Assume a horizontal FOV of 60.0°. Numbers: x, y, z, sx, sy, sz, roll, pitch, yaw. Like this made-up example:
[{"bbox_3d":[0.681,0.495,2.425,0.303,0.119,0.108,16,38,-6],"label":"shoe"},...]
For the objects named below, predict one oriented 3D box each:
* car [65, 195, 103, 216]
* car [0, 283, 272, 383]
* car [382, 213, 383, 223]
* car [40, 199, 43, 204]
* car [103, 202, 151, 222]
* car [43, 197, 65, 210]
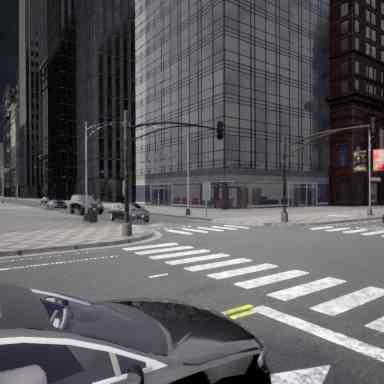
[{"bbox_3d":[-11.075,1.295,34.637,2.150,2.045,5.566,0,0,-35],"label":"car"},{"bbox_3d":[-1.485,1.491,2.379,4.902,1.511,2.128,0,0,-36],"label":"car"},{"bbox_3d":[14.768,1.357,22.364,4.553,1.767,2.097,0,0,-36],"label":"car"},{"bbox_3d":[-27.602,1.653,63.486,1.837,1.490,4.892,0,0,-35],"label":"car"},{"bbox_3d":[-4.977,1.555,26.035,1.837,1.490,4.892,0,0,-35],"label":"car"},{"bbox_3d":[-18.181,1.668,44.681,1.994,1.385,4.181,0,0,-36],"label":"car"}]
